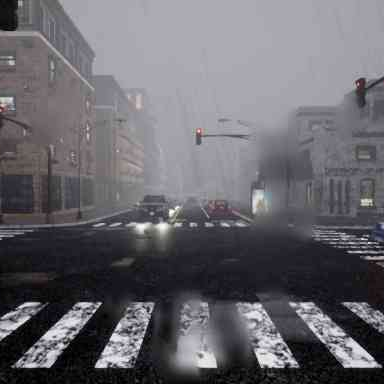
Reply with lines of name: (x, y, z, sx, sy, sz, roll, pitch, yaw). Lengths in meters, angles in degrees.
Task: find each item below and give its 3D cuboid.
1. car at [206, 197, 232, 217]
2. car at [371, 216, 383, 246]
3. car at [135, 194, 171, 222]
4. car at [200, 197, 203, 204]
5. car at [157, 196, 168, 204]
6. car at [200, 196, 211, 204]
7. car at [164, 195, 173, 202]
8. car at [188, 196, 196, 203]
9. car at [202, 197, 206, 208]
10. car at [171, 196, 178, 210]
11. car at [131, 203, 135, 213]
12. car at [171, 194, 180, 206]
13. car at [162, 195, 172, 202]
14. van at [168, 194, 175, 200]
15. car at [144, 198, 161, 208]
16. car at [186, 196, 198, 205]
car: (2.655, 1.446, 31.756, 1.967, 1.590, 4.097, 0, 0, 0)
car: (9.591, 1.385, 12.821, 4.553, 1.767, 2.097, 0, 0, 5)
car: (-3.038, 1.222, 27.057, 2.150, 2.045, 5.566, 0, 0, -2)
car: (2.640, 1.571, 48.847, 2.008, 1.369, 4.403, 0, 0, 0)
car: (-5.757, 1.565, 65.746, 1.752, 1.417, 4.829, 0, 0, 0)
car: (2.624, 1.591, 65.937, 2.008, 1.369, 4.403, -1, 0, 0)
car: (-5.773, 1.592, 82.836, 1.752, 1.417, 4.829, -1, 0, 0)
car: (0.015, 1.572, 70.718, 1.812, 1.442, 4.674, 0, 0, 0)
car: (2.645, 1.597, 43.150, 1.802, 1.307, 4.206, 0, 0, 0)
car: (-3.137, 1.579, 42.062, 1.994, 1.385, 4.181, 0, 0, 0)
car: (-5.730, 1.561, 37.433, 2.008, 1.369, 4.403, 0, 0, 0)
car: (-3.120, 1.519, 56.080, 2.128, 1.511, 4.902, 0, 0, 0)
car: (-5.769, 1.497, 77.309, 1.967, 1.590, 4.097, 0, 0, 0)
van: (-5.786, 1.430, 94.399, 1.690, 1.788, 3.998, -1, 0, 0)
car: (-5.741, 1.571, 48.827, 2.008, 1.369, 4.403, 0, 0, 0)
car: (0.046, 1.538, 60.300, 1.837, 1.490, 4.892, 0, 0, 0)
